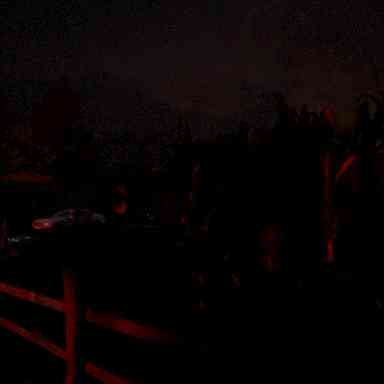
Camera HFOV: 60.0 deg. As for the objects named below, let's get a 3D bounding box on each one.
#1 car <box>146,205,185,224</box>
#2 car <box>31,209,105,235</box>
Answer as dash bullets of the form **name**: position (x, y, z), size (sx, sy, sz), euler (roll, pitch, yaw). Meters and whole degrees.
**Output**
- **car**: position (-1.896, 1.899, 29.053), size (1.837, 1.490, 4.892), euler (0, -1, 36)
- **car**: position (-7.688, 1.806, 21.060), size (1.812, 1.442, 4.674), euler (0, -1, 35)
